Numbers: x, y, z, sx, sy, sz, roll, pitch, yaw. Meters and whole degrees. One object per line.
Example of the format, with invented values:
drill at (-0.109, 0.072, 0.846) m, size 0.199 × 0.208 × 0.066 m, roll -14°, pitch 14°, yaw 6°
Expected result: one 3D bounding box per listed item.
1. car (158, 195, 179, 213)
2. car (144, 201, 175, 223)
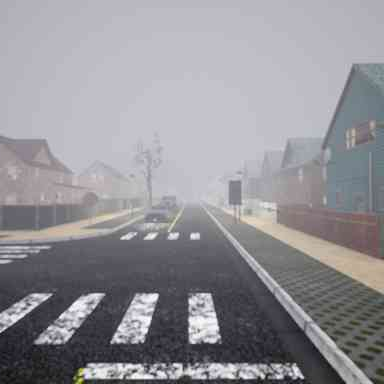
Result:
car at (-2.794, 1.410, 40.469) m, size 2.150 × 2.045 × 5.566 m, roll 0°, pitch 0°, yaw 0°
car at (-2.781, 1.722, 27.805) m, size 2.033 × 1.411 × 5.357 m, roll 0°, pitch 0°, yaw 0°
